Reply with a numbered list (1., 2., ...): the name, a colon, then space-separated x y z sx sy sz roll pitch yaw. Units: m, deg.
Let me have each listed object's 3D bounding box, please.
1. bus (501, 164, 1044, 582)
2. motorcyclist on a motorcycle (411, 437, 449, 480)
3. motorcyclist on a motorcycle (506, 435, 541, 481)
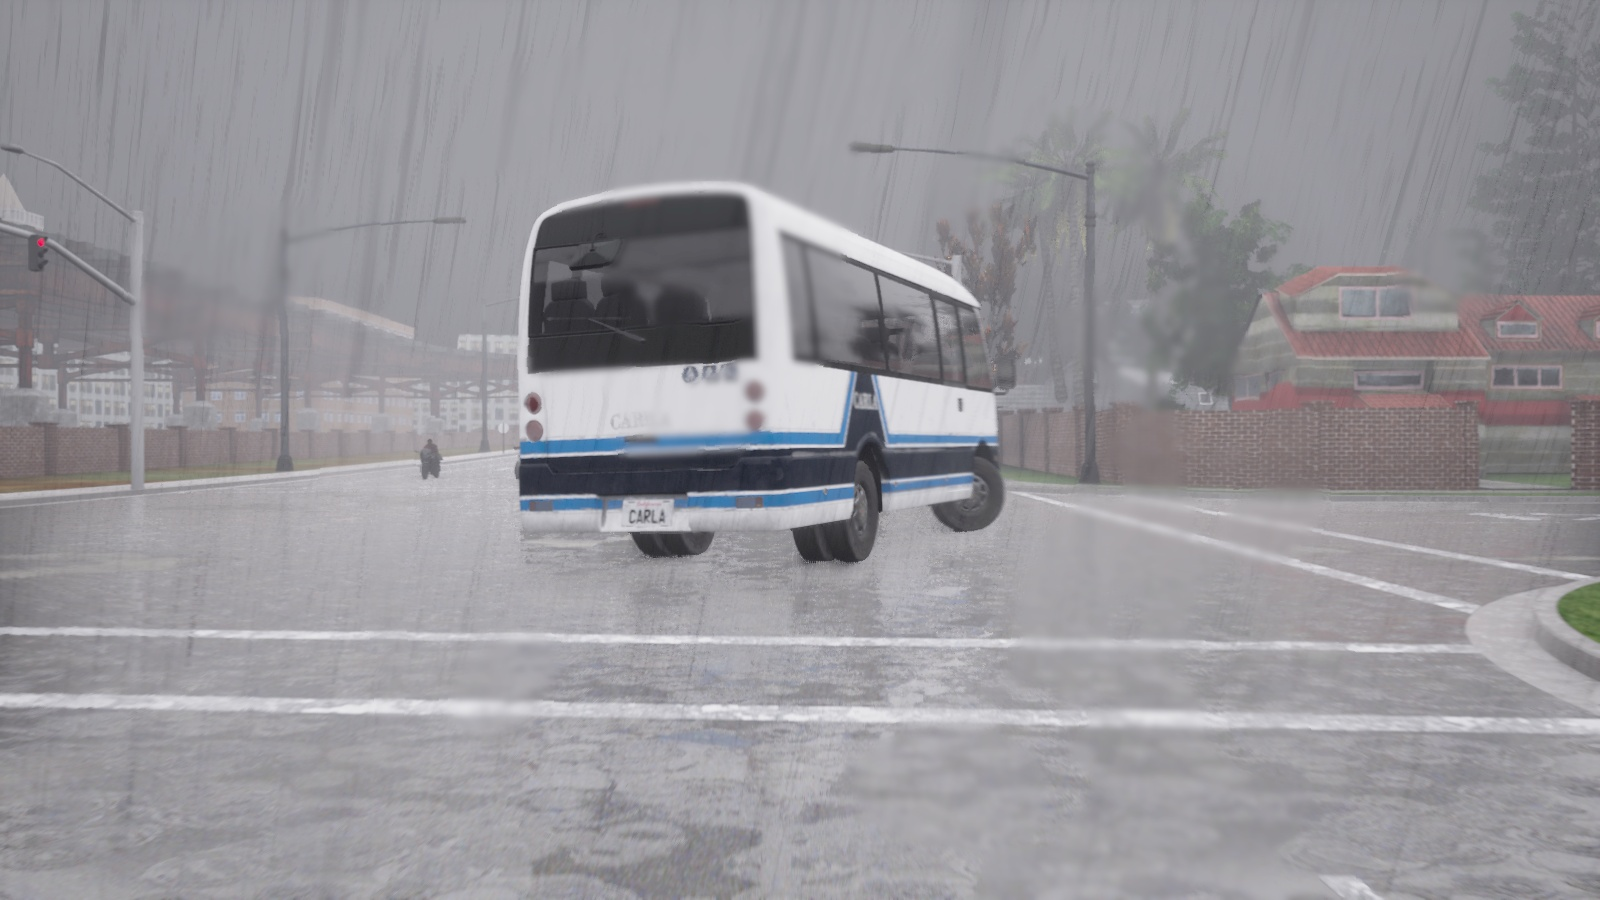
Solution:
1. bus: 0.458 -0.757 18.279 3.944 4.253 10.273 -2 0 23
2. motorcyclist on a motorcycle: -13.725 0.293 46.591 0.797 1.523 2.044 0 1 0
3. motorcyclist on a motorcycle: -10.226 0.263 46.507 0.766 1.649 2.350 0 1 0
